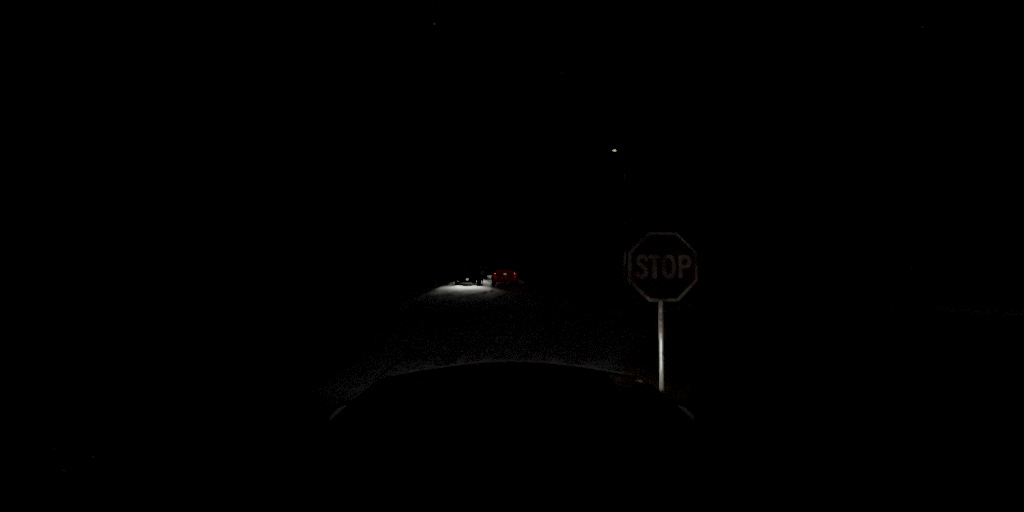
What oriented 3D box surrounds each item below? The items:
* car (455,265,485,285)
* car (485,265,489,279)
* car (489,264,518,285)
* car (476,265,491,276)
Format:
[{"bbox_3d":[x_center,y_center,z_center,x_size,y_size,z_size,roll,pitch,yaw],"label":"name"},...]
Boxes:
[{"bbox_3d":[-3.529,1.671,29.792,1.994,1.385,4.181,0,-1,-2],"label":"car"},{"bbox_3d":[-3.764,1.776,40.306,2.128,1.511,4.902,0,-1,-1],"label":"car"},{"bbox_3d":[-0.596,1.485,30.421,2.097,1.767,4.553,0,-1,-1],"label":"car"},{"bbox_3d":[-3.994,1.996,50.545,1.812,1.442,4.674,0,-1,-1],"label":"car"}]
